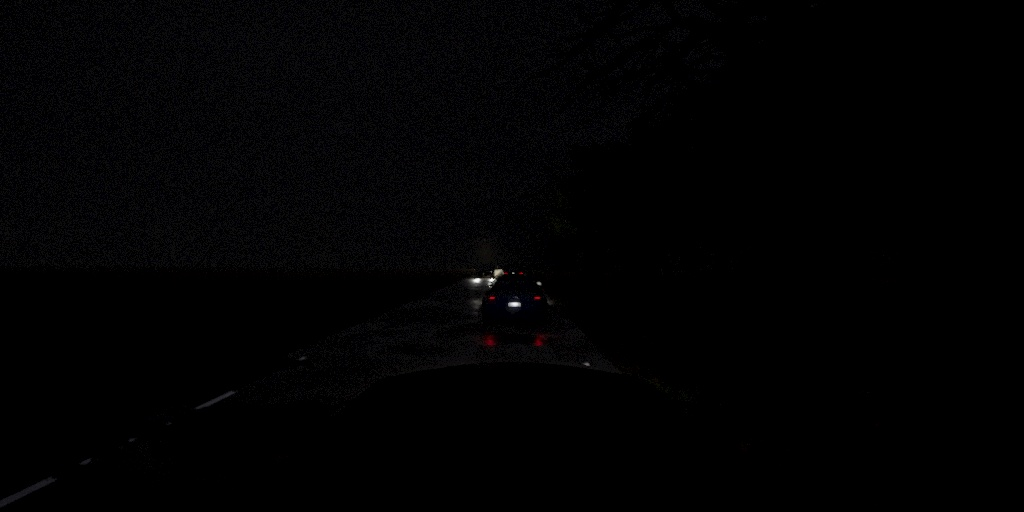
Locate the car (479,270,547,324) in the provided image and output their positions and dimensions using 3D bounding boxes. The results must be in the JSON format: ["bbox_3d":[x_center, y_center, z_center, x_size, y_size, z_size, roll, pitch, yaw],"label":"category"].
[{"bbox_3d":[0.086,1.360,12.251,1.994,1.385,4.181,0,0,0],"label":"car"}]

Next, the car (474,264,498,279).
[{"bbox_3d":[-2.793,1.555,37.526,1.837,1.490,4.892,0,-1,0],"label":"car"}]

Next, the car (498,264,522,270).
[{"bbox_3d":[0.124,1.505,31.023,2.033,1.411,5.357,0,-1,0],"label":"car"}]
